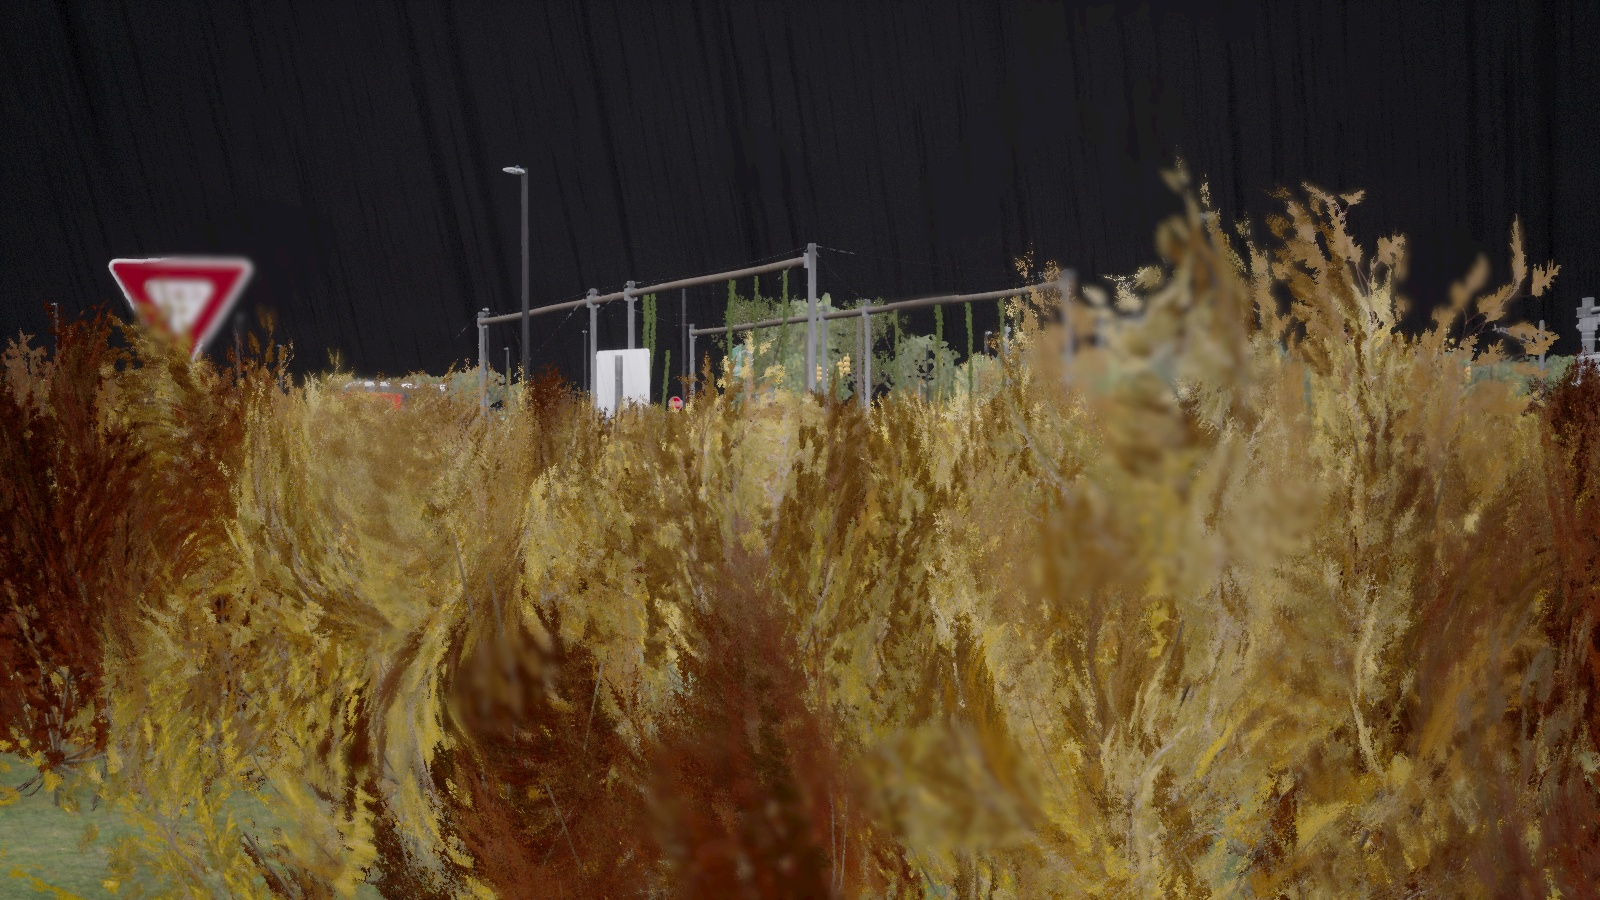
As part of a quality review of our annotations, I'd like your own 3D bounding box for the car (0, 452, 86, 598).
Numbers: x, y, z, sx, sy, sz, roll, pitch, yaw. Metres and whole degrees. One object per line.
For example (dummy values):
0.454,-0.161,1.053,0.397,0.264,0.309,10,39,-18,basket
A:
-10.417,0.753,13.385,4.674,1.442,1.812,0,2,6,car
